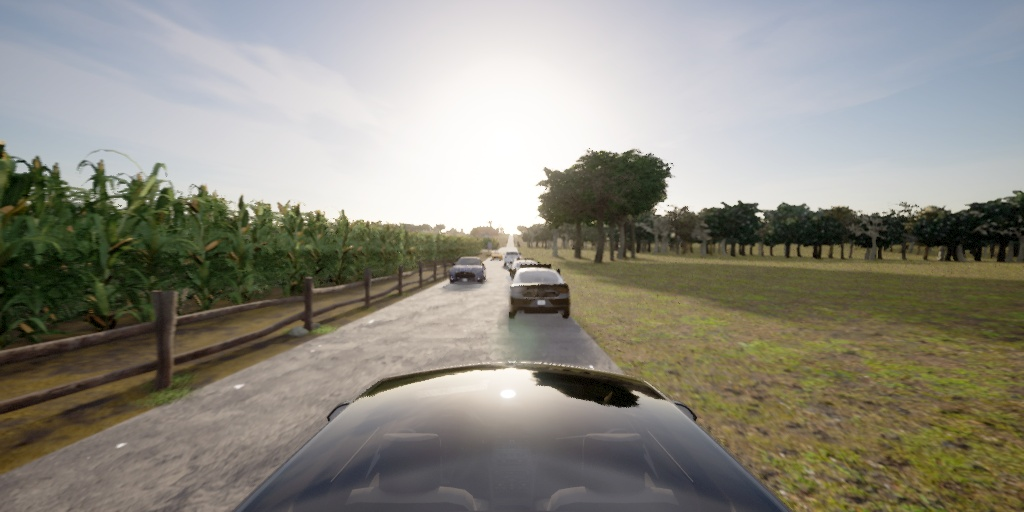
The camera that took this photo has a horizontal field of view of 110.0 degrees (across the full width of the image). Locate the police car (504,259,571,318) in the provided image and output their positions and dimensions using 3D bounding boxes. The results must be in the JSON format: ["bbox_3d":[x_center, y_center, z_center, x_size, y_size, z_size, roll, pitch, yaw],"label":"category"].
[{"bbox_3d":[0.824,1.076,12.649,1.930,1.638,5.238,0,1,0],"label":"police car"}]

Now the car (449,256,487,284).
[{"bbox_3d":[-2.849,0.849,23.980,2.097,1.767,4.553,0,1,0],"label":"car"}]

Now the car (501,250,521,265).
[{"bbox_3d":[0.011,0.233,48.674,2.150,2.045,5.566,0,2,0],"label":"car"}]

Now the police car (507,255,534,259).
[{"bbox_3d":[0.823,0.943,22.649,1.930,1.638,5.238,0,1,0],"label":"police car"}]
